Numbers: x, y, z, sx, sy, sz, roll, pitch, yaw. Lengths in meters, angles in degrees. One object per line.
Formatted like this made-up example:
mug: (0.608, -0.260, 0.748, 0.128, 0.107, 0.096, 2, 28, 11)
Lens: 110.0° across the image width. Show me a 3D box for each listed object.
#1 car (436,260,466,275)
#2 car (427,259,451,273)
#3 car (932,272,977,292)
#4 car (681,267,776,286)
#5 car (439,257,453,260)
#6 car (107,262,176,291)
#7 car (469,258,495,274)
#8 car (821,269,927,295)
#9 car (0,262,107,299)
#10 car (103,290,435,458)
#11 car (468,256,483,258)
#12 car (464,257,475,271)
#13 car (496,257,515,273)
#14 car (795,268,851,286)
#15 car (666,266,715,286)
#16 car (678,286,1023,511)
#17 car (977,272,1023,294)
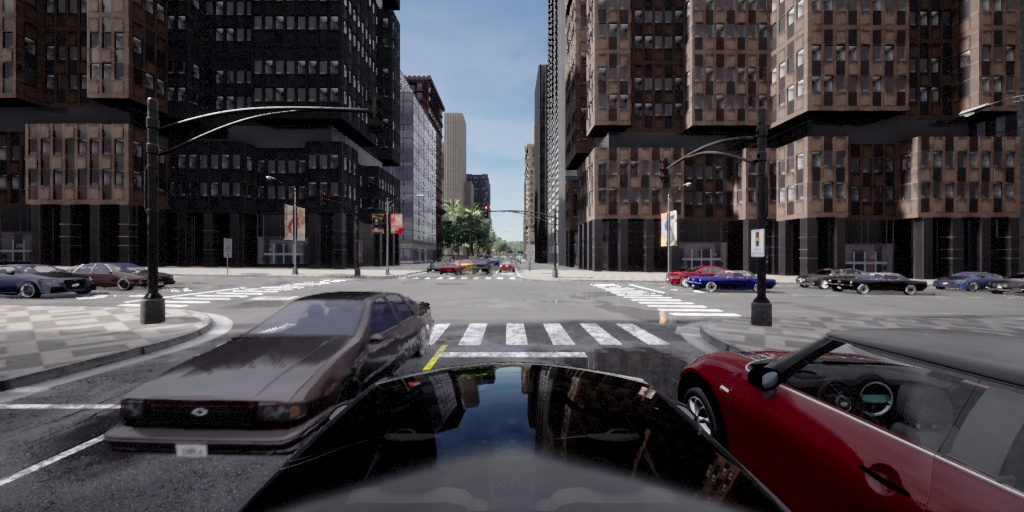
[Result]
car: (-6.462, 1.348, 38.486, 1.895, 1.301, 4.718, 0, 0, 1)
car: (-9.131, 1.324, 43.659, 1.948, 1.339, 4.313, 0, 0, 0)
car: (33.112, 1.813, 25.775, 4.181, 1.385, 1.994, 1, 0, -1)
car: (13.526, 1.569, 22.412, 4.718, 1.301, 1.895, 1, 0, 0)
car: (-9.166, 1.085, 49.085, 2.192, 1.841, 5.009, 0, 0, 0)
car: (-20.949, 1.030, 18.798, 5.357, 1.411, 2.033, 1, 0, 2)
car: (-3.341, 1.257, 40.411, 1.837, 1.490, 4.892, 0, 0, 1)
car: (22.692, 1.702, 22.467, 4.718, 1.301, 1.895, 1, 0, 0)
car: (-20.881, 1.052, 15.513, 4.181, 1.385, 1.994, 1, 0, 0)
car: (-2.679, 1.297, 5.763, 2.033, 1.411, 5.357, 0, 0, 2)
car: (-6.557, 1.015, 59.219, 2.150, 2.045, 5.566, 0, 0, 0)
car: (-6.496, 1.248, 48.881, 1.882, 1.535, 5.008, 0, 0, 0)
car: (-0.606, 1.198, 43.712, 1.967, 1.591, 4.097, 0, 0, 0)
car: (23.135, 1.609, 25.717, 4.892, 1.490, 1.837, 1, 0, 0)
car: (13.644, 1.444, 25.669, 5.008, 1.535, 1.882, 1, 0, 0)
car: (2.764, 1.190, 2.321, 1.967, 1.591, 4.097, 0, 0, 0)
car: (33.026, 1.757, 22.518, 4.892, 1.490, 1.837, 1, 0, 0)
